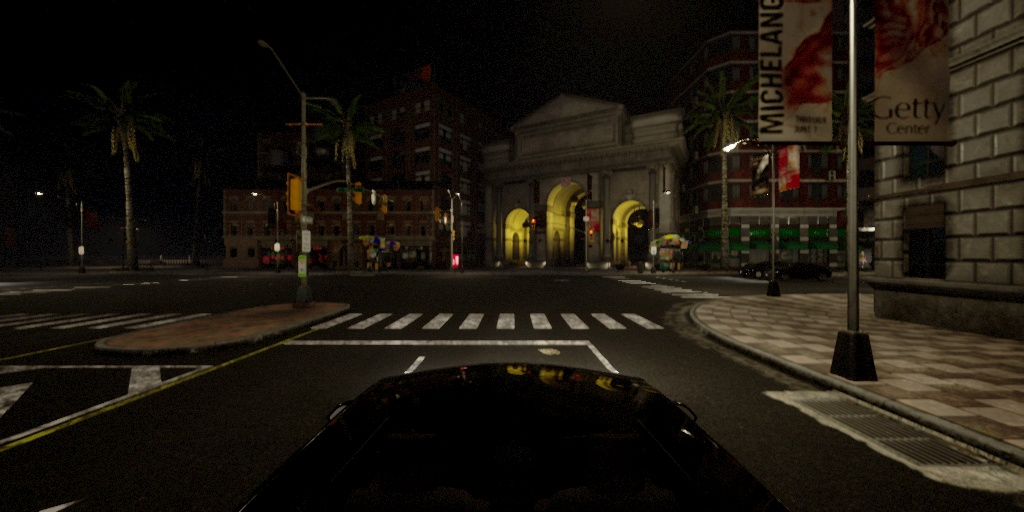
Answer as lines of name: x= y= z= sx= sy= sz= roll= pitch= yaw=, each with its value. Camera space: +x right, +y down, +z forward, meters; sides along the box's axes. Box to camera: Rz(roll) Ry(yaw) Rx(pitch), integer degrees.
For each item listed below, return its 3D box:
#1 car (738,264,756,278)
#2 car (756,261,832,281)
car: x=22.710 y=1.190 z=31.764 sx=4.892 sy=1.490 sz=1.837 roll=0 pitch=0 yaw=1
car: x=22.443 y=1.219 z=28.284 sx=4.674 sy=1.442 sz=1.812 roll=0 pitch=0 yaw=1
